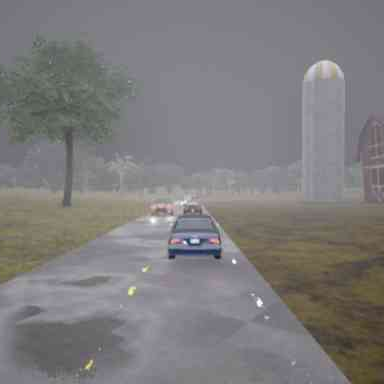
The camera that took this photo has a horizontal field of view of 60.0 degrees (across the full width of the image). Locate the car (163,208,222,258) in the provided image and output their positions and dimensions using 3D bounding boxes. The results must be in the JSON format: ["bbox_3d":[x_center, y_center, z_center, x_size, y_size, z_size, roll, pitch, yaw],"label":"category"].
[{"bbox_3d":[0.090,1.562,12.731,2.033,1.411,5.357,0,0,0],"label":"car"}]

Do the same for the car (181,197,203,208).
[{"bbox_3d":[0.081,1.563,33.343,1.812,1.442,4.674,0,0,0],"label":"car"}]

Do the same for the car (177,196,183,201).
[{"bbox_3d":[-2.786,1.502,75.110,1.994,1.385,4.181,0,0,0],"label":"car"}]

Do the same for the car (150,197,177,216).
[{"bbox_3d":[-2.861,1.389,32.959,2.097,1.767,4.553,0,0,0],"label":"car"}]

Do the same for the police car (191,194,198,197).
[{"bbox_3d":[0.781,1.483,92.315,1.930,1.638,5.238,0,0,0],"label":"police car"}]
